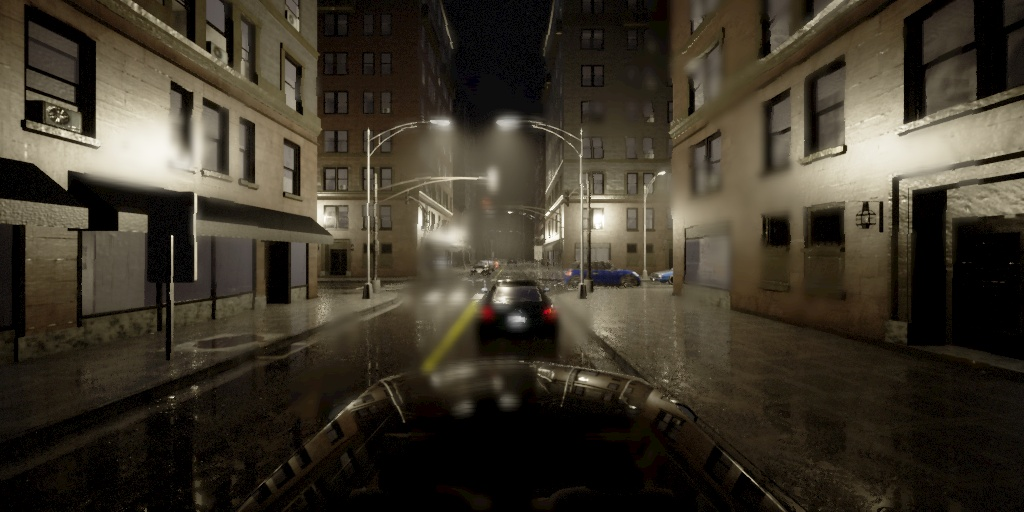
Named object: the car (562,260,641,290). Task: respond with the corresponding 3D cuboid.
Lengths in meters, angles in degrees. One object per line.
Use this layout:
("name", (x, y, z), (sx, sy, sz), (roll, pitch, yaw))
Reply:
("car", (5.432, 1.085, 21.975), (4.553, 1.767, 2.097), (0, 0, 0))

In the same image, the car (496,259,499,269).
("car", (-3.103, 1.294, 46.106), (2.033, 1.411, 5.357), (0, 0, 0))

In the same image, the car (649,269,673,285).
("car", (12.613, 1.261, 25.197), (5.357, 1.411, 2.033), (0, 0, 0))

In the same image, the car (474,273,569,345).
("car", (0.113, 1.314, 9.536), (1.994, 1.385, 4.181), (0, 0, -1))

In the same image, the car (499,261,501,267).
("car", (-3.091, 1.093, 55.888), (2.097, 1.767, 4.553), (0, 0, -1))

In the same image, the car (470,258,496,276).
("car", (-3.098, 1.240, 36.363), (2.128, 1.511, 4.902), (0, 0, 0))
